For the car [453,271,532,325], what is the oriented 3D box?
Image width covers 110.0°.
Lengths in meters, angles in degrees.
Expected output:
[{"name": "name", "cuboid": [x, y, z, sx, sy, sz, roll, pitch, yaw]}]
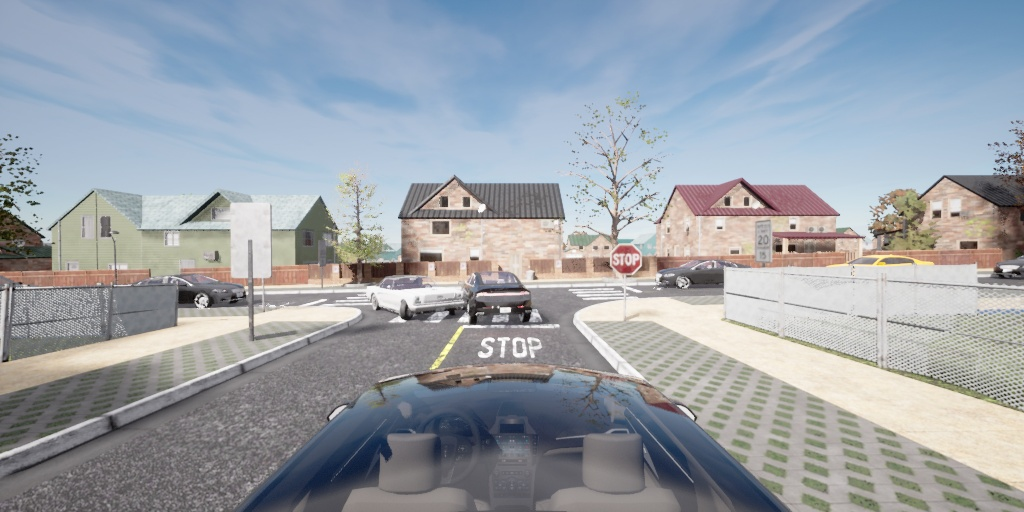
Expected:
[{"name": "car", "cuboid": [-0.683, 1.247, 12.022, 2.128, 1.511, 4.902, 0, 0, -12]}]

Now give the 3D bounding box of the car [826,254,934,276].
[{"name": "car", "cuboid": [19.765, 0.698, 19.462, 5.008, 1.535, 1.882, -1, 1, -1]}]

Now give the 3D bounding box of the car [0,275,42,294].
[{"name": "car", "cuboid": [-24.236, 1.655, 16.341, 4.553, 1.767, 2.097, -1, 1, 0]}]

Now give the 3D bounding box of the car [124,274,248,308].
[{"name": "car", "cuboid": [-14.899, 1.573, 16.379, 4.902, 1.511, 2.128, -1, 1, 0]}]

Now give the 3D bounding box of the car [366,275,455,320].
[{"name": "car", "cuboid": [-3.600, 1.373, 12.881, 1.895, 1.301, 4.718, 0, 0, -38]}]

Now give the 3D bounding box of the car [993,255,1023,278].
[{"name": "car", "cuboid": [29.389, 0.486, 19.497, 4.902, 1.511, 2.128, -1, 1, 0]}]

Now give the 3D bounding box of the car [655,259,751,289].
[{"name": "car", "cuboid": [10.334, 0.934, 19.428, 4.902, 1.511, 2.128, -1, 1, 0]}]
